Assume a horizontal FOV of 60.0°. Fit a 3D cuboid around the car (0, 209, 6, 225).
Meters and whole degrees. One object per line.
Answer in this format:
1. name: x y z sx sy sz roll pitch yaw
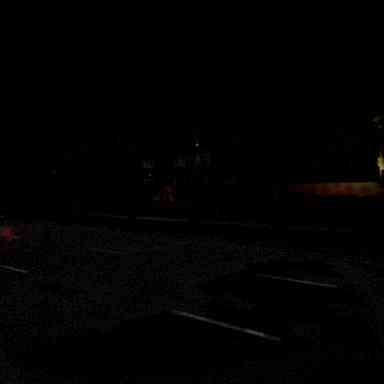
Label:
1. car: -14.699 1.523 23.069 4.674 1.442 1.812 0 0 35
